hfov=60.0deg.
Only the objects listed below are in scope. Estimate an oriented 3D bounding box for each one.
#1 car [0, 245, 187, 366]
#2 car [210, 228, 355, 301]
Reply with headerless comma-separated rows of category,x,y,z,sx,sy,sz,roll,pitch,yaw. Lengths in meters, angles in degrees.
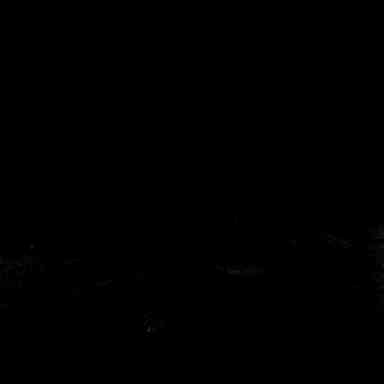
car,-2.086,1.566,5.049,4.313,1.339,1.947,0,0,-36
car,2.392,1.582,8.246,4.206,1.307,1.802,0,0,-36
